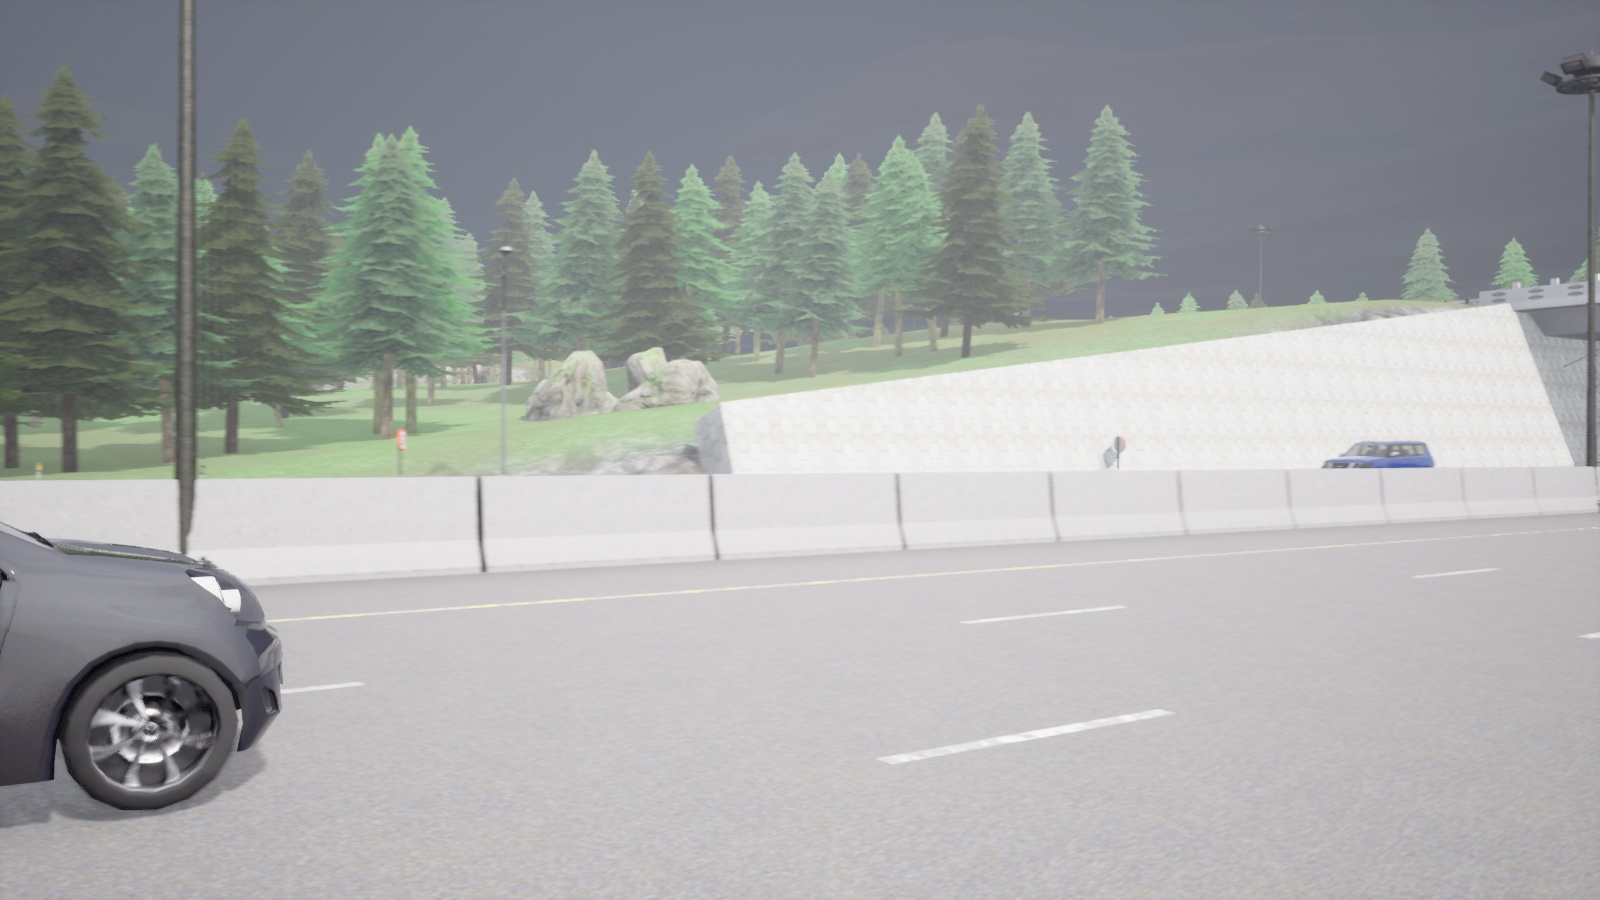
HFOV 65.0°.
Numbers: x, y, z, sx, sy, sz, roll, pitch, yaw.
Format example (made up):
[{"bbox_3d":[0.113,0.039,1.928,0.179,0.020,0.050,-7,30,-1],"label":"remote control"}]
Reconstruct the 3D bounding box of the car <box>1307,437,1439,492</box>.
[{"bbox_3d":[22.447,0.539,49.134,5.566,2.045,2.150,0,0,-35],"label":"car"}]

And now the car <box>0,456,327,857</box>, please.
[{"bbox_3d":[-4.048,0.780,5.106,3.633,1.501,1.845,0,0,-35],"label":"car"}]
